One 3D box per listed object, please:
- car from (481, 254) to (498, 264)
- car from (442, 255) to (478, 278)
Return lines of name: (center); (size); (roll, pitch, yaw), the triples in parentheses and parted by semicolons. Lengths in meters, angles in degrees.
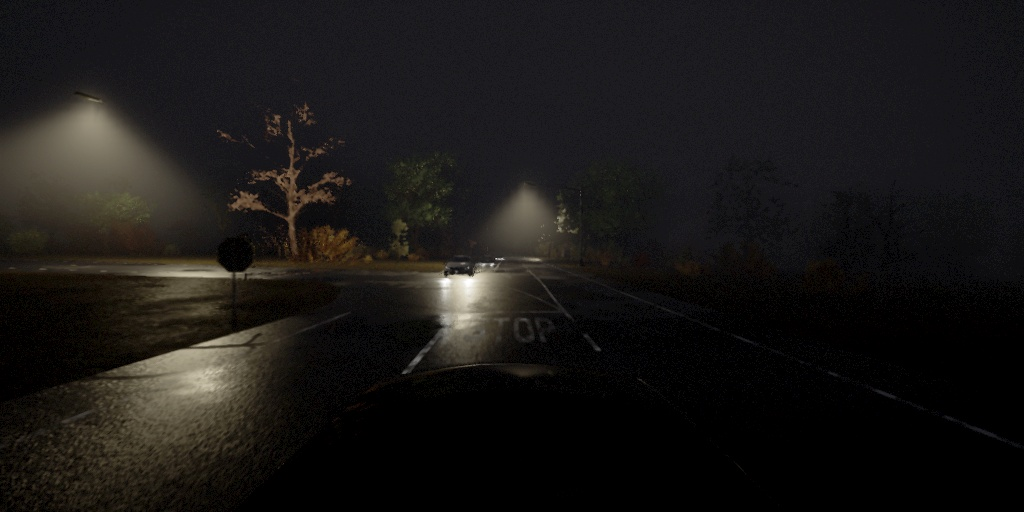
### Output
car: (-3.668, 0.453, 54.862); (1.994, 1.385, 4.181); (0, 1, -1)
car: (-3.526, 0.679, 25.123); (1.812, 1.442, 4.674); (1, 1, 0)
